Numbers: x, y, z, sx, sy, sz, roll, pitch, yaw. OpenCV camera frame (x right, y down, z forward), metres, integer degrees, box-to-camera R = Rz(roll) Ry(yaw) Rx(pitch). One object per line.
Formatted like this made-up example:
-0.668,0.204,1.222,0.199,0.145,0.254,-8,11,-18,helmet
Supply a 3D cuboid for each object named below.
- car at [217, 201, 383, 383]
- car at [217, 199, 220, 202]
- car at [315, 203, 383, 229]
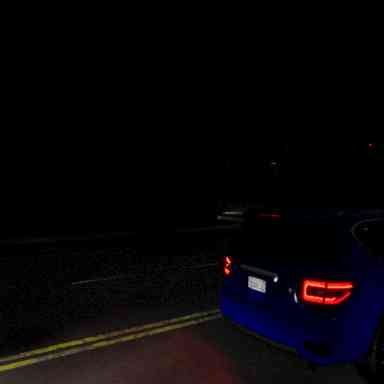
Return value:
3.043,1.220,5.526,5.566,2.045,2.150,0,0,-33,car
2.330,1.472,38.424,1.882,1.535,5.008,0,0,-31,car
10.482,1.520,22.600,1.812,1.442,4.674,0,0,-11,car
